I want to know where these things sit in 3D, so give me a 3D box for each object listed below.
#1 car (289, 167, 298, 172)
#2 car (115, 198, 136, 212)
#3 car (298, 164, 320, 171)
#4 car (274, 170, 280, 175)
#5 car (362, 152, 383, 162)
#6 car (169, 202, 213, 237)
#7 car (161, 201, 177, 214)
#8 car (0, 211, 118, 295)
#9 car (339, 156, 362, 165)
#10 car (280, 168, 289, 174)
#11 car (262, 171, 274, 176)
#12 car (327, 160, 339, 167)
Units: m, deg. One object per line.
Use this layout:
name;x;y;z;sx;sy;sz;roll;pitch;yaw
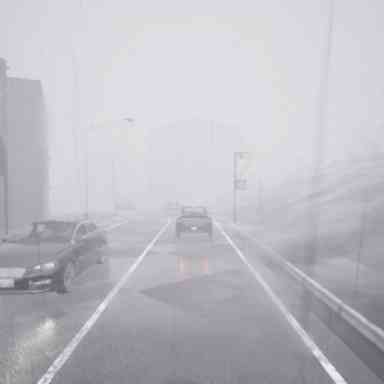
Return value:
car;21.391;-4.195;65.675;2.002;1.452;4.674;0;1;-1
car;-10.207;1.960;50.799;2.150;2.045;5.566;-1;-2;-26
car;21.509;-4.297;60.181;2.185;1.767;4.553;0;1;-1
car;21.151;-4.487;76.867;2.185;1.767;4.553;0;1;-1
car;22.104;-3.825;38.185;2.002;1.452;4.674;0;1;-2
car;0.101;1.520;18.100;2.128;1.511;4.902;0;0;0
car;-2.619;1.863;41.368;2.128;1.511;4.902;0;-1;-16
car;-3.607;1.490;8.852;2.128;1.511;4.902;0;0;0
car;21.872;-3.961;43.727;2.231;1.521;4.892;0;1;-1
car;21.269;-4.427;71.348;2.185;1.767;4.553;0;1;-1
car;20.913;-4.470;87.882;2.231;1.521;4.892;0;1;-1
car;21.745;-4.040;49.245;2.231;1.521;4.892;0;1;-1
